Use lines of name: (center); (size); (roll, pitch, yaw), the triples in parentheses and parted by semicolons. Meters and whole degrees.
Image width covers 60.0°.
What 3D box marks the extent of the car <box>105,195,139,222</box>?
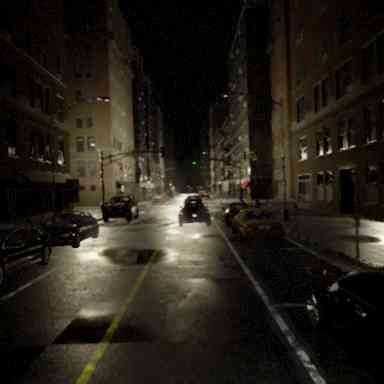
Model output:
car: (-5.312, 1.191, 25.303); (2.192, 1.841, 5.009); (-2, 1, 0)

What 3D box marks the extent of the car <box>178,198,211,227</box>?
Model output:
car: (0.152, 1.304, 21.059); (1.994, 1.385, 4.181); (-2, 0, 0)

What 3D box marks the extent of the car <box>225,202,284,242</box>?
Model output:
car: (2.702, 1.258, 14.628); (1.752, 1.417, 4.829); (-2, 1, 0)

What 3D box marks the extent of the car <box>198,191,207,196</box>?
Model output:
car: (2.802, 0.354, 89.923); (2.008, 1.369, 4.403); (-2, 1, 0)

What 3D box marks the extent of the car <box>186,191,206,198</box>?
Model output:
car: (0.168, 1.056, 35.067); (1.882, 1.535, 5.008); (-2, 1, 0)

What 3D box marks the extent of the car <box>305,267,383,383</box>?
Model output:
car: (2.688, 1.430, 3.633); (1.947, 1.339, 4.313); (-2, 1, 0)

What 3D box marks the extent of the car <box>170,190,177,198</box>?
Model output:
car: (-5.232, 0.779, 79.036); (1.947, 1.339, 4.313); (-2, 1, 0)

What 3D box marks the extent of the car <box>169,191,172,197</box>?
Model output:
car: (-5.255, 0.946, 62.504); (1.752, 1.417, 4.829); (-2, 1, 0)

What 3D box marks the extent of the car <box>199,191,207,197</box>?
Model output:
car: (2.795, 0.417, 84.469); (1.887, 1.381, 4.507); (-2, 1, 0)

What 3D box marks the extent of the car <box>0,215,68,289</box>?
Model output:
car: (-5.325, 1.624, 9.069); (2.008, 1.369, 4.403); (-2, 1, 0)

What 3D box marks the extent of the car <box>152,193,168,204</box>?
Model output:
car: (-5.268, 1.105, 51.767); (2.008, 1.369, 4.403); (-2, 1, 0)

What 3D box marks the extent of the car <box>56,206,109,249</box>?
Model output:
car: (-5.318, 1.558, 14.482); (2.008, 1.369, 4.403); (-2, 1, 0)

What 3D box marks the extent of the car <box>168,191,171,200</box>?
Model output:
car: (-5.261, 1.031, 57.221); (1.887, 1.381, 4.507); (-2, 1, 0)

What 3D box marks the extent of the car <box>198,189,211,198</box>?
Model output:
car: (2.770, 0.518, 68.106); (1.967, 1.590, 4.097); (-2, 1, 0)

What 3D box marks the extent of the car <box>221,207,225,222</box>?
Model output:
car: (2.711, 1.251, 19.871); (1.802, 1.307, 4.206); (-2, 1, 0)
